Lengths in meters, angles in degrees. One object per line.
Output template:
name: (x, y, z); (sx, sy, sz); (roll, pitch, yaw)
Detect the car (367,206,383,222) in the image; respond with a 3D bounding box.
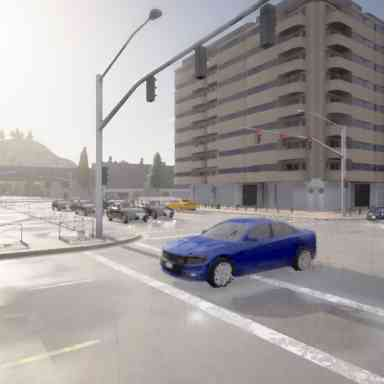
car: (15.343, 1.538, 24.921); (4.674, 1.442, 1.812); (0, 0, -21)

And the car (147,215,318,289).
car: (1.481, 1.490, 9.382); (5.008, 1.535, 1.882); (1, 0, -36)

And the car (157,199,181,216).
car: (-3.396, 1.548, 29.499); (2.128, 1.511, 4.902); (0, 0, -35)

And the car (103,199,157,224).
car: (-5.064, 1.548, 25.795); (2.128, 1.511, 4.902); (0, 0, -35)

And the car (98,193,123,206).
car: (-14.031, 1.279, 56.977); (2.150, 2.045, 5.566); (0, 0, -35)

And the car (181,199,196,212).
car: (-1.457, 1.535, 39.164); (1.882, 1.535, 5.008); (0, 0, -35)

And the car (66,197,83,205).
car: (-22.009, 1.621, 62.189); (1.994, 1.385, 4.181); (0, 0, -35)

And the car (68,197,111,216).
car: (-10.310, 1.548, 33.208); (2.128, 1.511, 4.902); (0, 0, -35)

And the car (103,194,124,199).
car: (-9.096, 1.278, 37.550); (2.150, 2.045, 5.566); (0, 0, -35)

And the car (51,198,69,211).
car: (-16.117, 1.548, 41.423); (2.128, 1.511, 4.902); (0, 0, -35)
